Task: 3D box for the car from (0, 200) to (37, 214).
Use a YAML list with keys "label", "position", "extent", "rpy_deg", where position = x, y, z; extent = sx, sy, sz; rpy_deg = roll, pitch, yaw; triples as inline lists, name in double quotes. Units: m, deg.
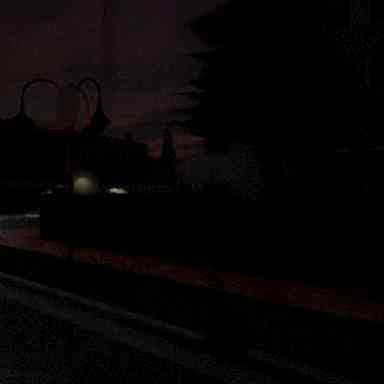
- label: "car"
  position: [-16.671, 1.361, 29.970]
  extent: [1.895, 1.301, 4.718]
  rpy_deg: [1, 0, 35]
